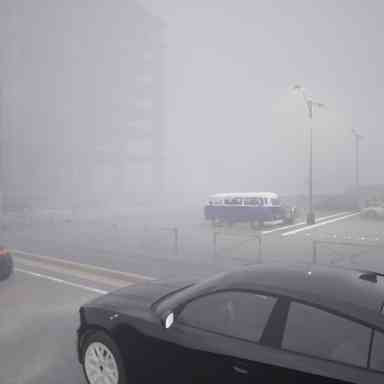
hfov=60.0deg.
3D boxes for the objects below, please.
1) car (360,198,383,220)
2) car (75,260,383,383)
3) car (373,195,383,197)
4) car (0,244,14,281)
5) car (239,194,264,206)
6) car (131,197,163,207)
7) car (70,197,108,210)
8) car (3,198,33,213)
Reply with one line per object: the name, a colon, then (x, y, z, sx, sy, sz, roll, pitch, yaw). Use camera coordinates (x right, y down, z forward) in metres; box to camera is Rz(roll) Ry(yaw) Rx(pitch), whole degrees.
car: (14.728, 1.395, 24.730, 3.806, 1.475, 1.970, 0, 0, 36)
car: (0.865, 1.478, 3.378, 5.008, 1.535, 1.882, 0, 0, 36)
car: (17.953, 1.153, 29.282, 4.605, 1.855, 1.932, 0, 0, 36)
car: (-6.456, 1.564, 8.588, 4.181, 1.385, 1.994, 0, 0, 36)
car: (11.436, 1.545, 63.581, 1.895, 1.301, 4.718, 0, 0, 35)
car: (-6.741, 1.492, 50.415, 2.033, 1.411, 5.357, 0, 0, 36)
car: (-12.906, 1.422, 41.759, 1.882, 1.535, 5.008, 0, 0, 35)
car: (-18.750, 1.422, 33.555, 1.882, 1.535, 5.008, 0, 0, 36)
